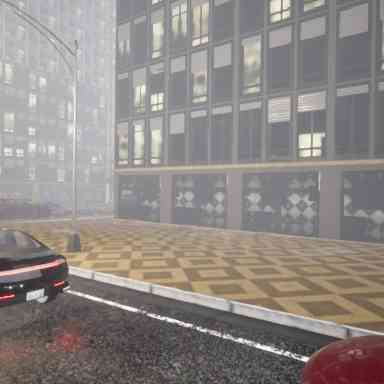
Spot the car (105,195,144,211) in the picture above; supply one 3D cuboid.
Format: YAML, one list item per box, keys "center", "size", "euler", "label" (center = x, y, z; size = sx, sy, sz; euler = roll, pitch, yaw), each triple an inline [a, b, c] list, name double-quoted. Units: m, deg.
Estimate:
- center: [-9.700, 1.483, 48.167]
  size: [2.150, 2.045, 5.566]
  euler: [1, 1, 36]
  label: "car"

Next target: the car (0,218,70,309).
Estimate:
- center: [-4.575, 1.488, 6.920]
  size: [4.902, 1.511, 2.128]
  euler: [0, 0, 35]
  label: "car"

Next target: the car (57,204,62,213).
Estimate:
- center: [-17.116, 1.721, 38.110]
  size: [1.994, 1.385, 4.181]
  euler: [1, 0, 36]
  label: "car"

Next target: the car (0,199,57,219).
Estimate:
- center: [-15.555, 1.519, 30.467]
  size: [2.192, 1.841, 5.009]
  euler: [1, 0, 36]
  label: "car"

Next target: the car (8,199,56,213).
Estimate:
- center: [-19.069, 1.642, 39.836]
  size: [1.752, 1.417, 4.829]
  euler: [1, 0, 36]
  label: "car"

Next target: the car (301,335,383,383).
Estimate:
- center: [2.912, 1.526, 1.619]
  size: [4.674, 1.442, 1.812]
  euler: [0, 0, 35]
  label: "car"

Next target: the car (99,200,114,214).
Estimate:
- center: [-8.773, 1.829, 39.690]
  size: [1.752, 1.417, 4.829]
  euler: [1, 0, 36]
  label: "car"
